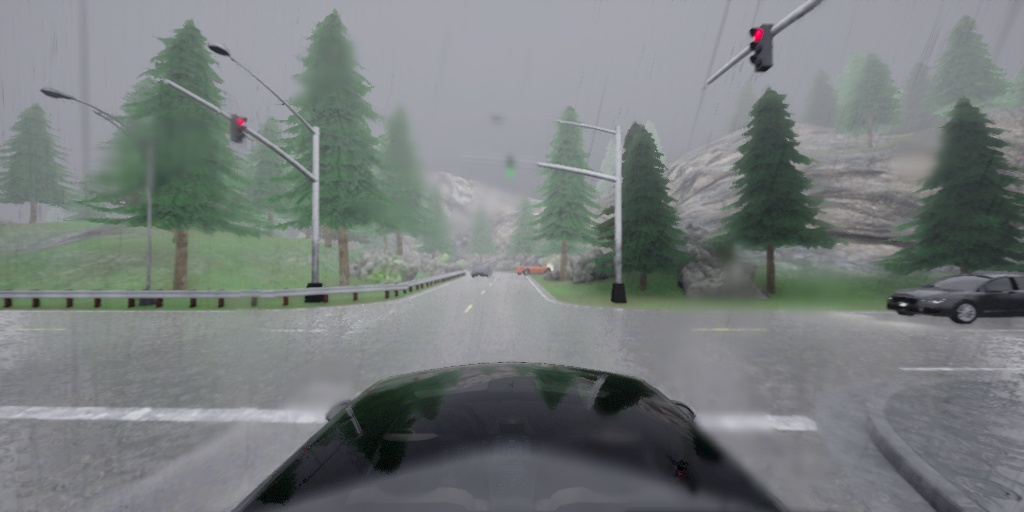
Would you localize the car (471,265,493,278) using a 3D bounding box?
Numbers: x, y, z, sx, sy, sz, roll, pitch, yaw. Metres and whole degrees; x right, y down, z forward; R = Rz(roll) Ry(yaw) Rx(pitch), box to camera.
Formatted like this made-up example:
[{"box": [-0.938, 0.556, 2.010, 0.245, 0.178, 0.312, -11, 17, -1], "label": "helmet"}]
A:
[{"box": [-3.261, 1.710, 39.867, 2.033, 1.411, 5.357, 0, -1, 4], "label": "car"}]

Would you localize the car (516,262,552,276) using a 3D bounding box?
[{"box": [2.824, 1.565, 45.546, 4.553, 1.767, 2.097, 0, 0, -26], "label": "car"}]

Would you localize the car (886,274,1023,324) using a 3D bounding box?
[{"box": [15.299, 1.350, 11.799, 4.892, 1.490, 1.837, 0, -1, 0], "label": "car"}]
